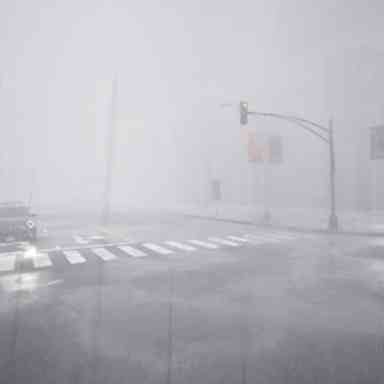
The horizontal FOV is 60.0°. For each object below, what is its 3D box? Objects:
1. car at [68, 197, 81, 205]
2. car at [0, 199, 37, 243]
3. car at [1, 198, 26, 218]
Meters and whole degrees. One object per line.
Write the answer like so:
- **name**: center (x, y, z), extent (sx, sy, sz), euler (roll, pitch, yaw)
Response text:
- **car**: center (-22.208, 1.597, 62.833), extent (1.882, 1.535, 5.008), euler (-1, 0, -28)
- **car**: center (-8.766, 1.446, 16.167), extent (2.097, 1.767, 4.553), euler (-1, 0, -27)
- **car**: center (-17.920, 1.525, 33.486), extent (2.097, 1.767, 4.553), euler (-1, 0, -28)
